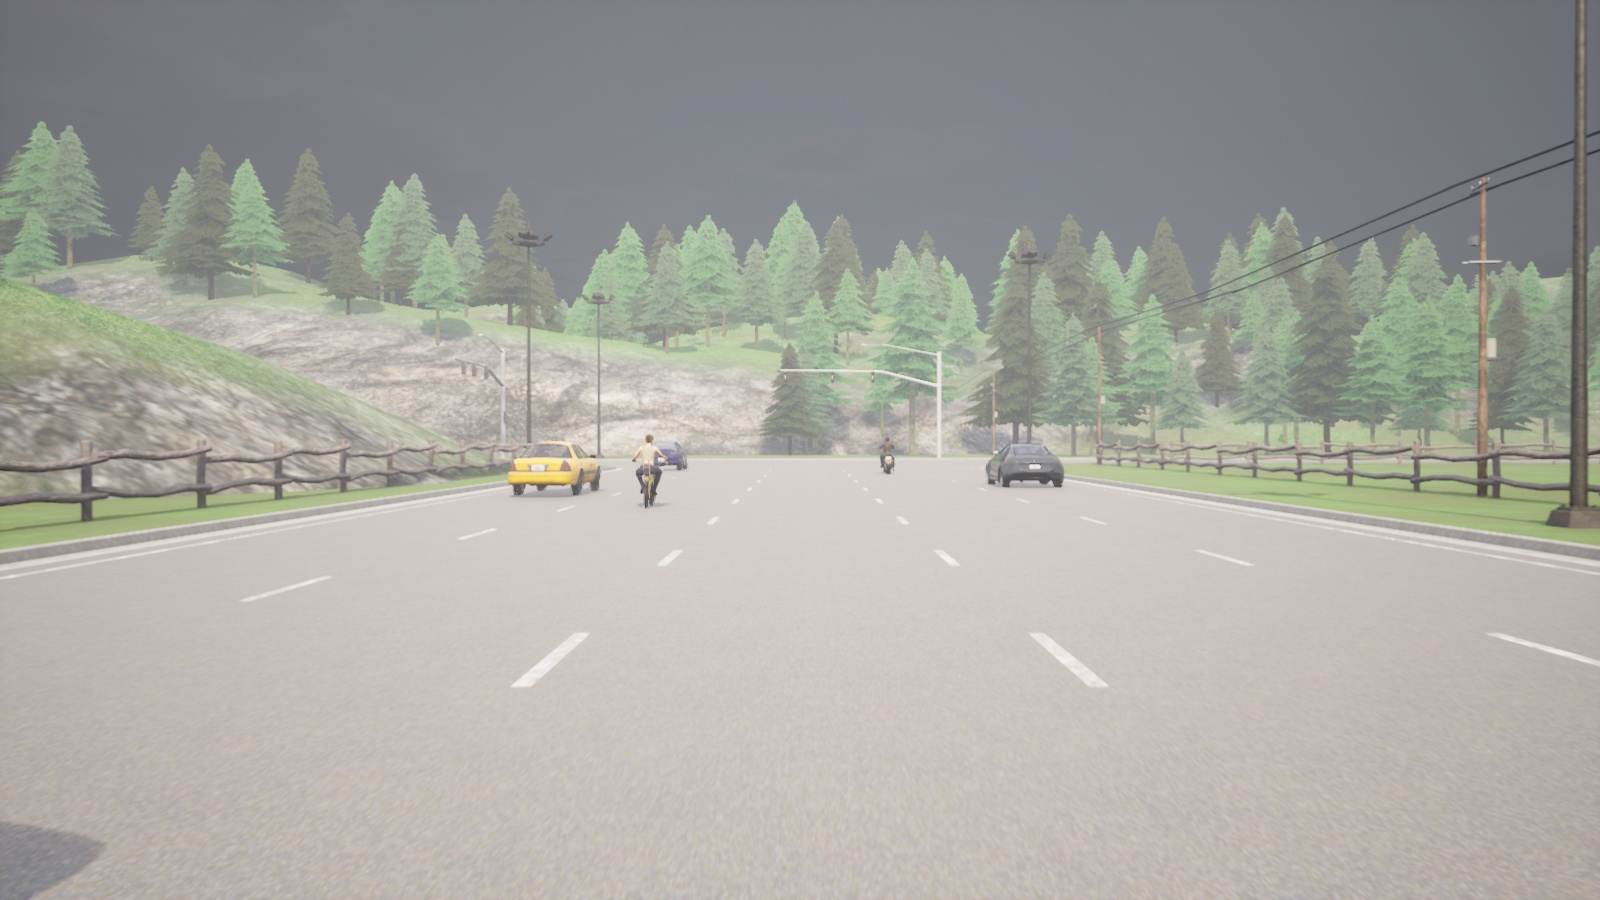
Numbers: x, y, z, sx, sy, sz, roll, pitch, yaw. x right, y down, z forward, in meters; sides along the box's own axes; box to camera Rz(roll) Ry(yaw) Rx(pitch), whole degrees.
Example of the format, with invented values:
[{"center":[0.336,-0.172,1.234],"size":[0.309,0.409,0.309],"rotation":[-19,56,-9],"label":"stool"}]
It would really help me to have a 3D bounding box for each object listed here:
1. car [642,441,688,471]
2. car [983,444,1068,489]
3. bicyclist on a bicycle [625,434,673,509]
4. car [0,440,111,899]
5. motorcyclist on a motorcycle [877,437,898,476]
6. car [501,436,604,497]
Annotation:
[{"center":[-6.669,0.281,62.388],"size":[1.812,1.442,4.674],"rotation":[0,0,-1],"label":"car"},{"center":[7.242,0.499,40.715],"size":[1.994,1.385,4.181],"rotation":[0,0,0],"label":"car"},{"center":[-3.334,0.463,27.855],"size":[0.866,1.612,1.509],"rotation":[0,0,1],"label":"bicyclist on a bicycle"},{"center":[-3.474,0.728,1.938],"size":[2.163,1.488,4.792],"rotation":[0,0,0],"label":"car"},{"center":[3.822,0.271,54.943],"size":[0.766,1.649,2.350],"rotation":[0,1,0],"label":"motorcyclist on a motorcycle"},{"center":[-6.789,0.407,35.037],"size":[1.801,1.575,5.366],"rotation":[0,0,0],"label":"car"}]
